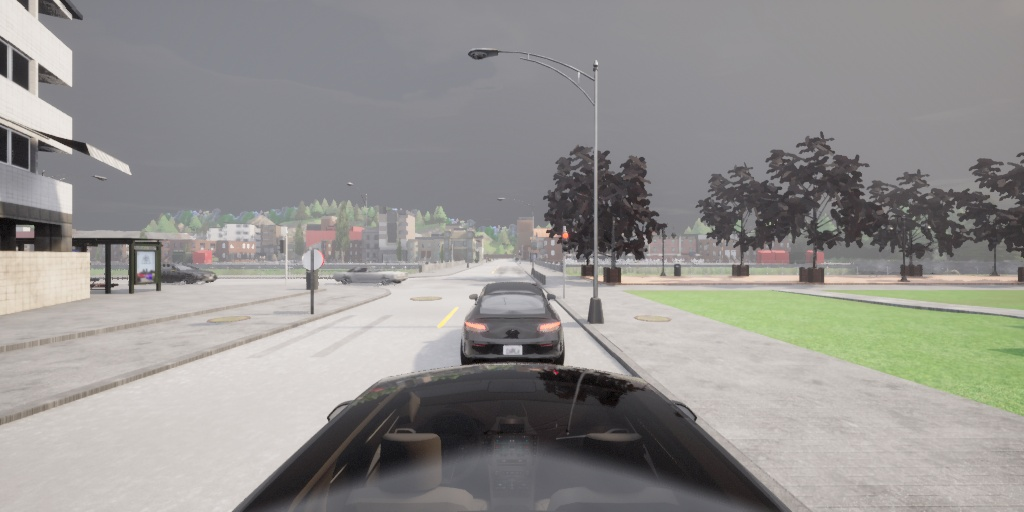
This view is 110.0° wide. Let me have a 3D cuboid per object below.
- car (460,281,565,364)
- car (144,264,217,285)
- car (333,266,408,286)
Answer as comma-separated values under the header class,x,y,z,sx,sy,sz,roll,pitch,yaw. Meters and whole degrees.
class,x,y,z,sx,sy,sz,roll,pitch,yaw
car,0.007,1.276,7.794,1.812,1.442,4.674,0,0,0
car,-23.597,1.276,25.297,4.674,1.442,1.812,0,0,0
car,-9.686,1.351,24.824,4.718,1.301,1.895,0,0,10
